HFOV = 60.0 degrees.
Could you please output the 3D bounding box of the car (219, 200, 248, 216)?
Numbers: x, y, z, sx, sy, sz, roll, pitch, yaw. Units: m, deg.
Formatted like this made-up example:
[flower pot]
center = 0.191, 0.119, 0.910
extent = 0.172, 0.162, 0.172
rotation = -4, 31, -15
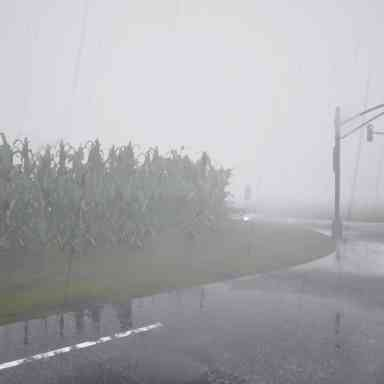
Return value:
[car]
center = 3.143, 1.501, 31.939
extent = 2.033, 1.411, 5.357
rotation = 1, 0, -26
